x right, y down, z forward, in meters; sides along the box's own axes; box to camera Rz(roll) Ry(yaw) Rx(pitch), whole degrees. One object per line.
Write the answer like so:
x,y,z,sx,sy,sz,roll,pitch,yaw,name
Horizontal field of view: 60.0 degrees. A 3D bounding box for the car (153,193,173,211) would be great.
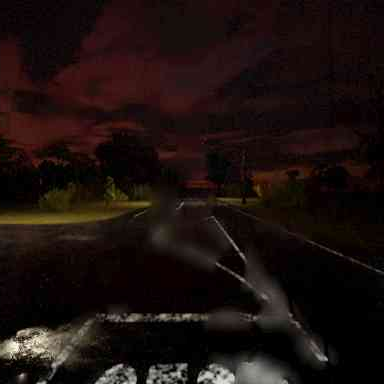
-3.425,1.143,40.324,2.150,2.045,5.566,0,0,0,car
